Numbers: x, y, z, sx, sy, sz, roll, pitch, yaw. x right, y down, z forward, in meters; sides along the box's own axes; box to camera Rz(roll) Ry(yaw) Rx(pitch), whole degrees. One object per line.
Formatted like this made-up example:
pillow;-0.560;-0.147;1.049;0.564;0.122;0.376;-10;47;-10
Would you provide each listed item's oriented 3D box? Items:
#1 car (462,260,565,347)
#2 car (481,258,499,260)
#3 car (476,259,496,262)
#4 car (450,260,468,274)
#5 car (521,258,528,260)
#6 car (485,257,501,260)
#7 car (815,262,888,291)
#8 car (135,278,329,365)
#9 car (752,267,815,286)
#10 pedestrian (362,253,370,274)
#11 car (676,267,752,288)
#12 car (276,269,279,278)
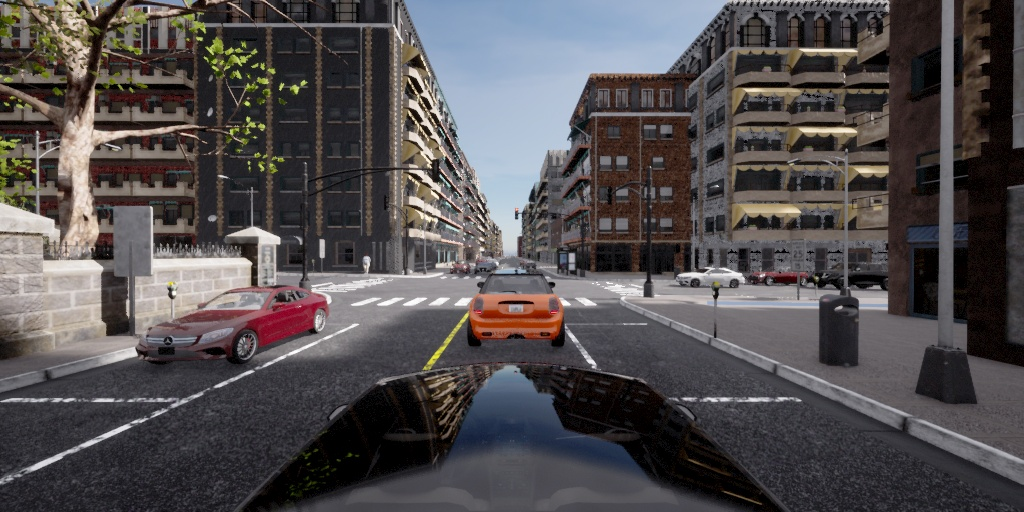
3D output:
car;0.113;1.101;9.522;2.097;1.767;4.553;0;0;1
car;-3.174;1.312;49.992;1.994;1.385;4.181;0;0;0
car;-3.162;1.312;41.018;1.994;1.385;4.181;0;0;0
car;-5.758;1.187;40.420;1.967;1.591;4.097;0;0;0
car;2.602;1.298;51.706;2.007;1.370;4.403;0;0;0
car;-3.179;1.274;59.725;1.812;1.442;4.674;0;0;0
car;25.203;1.435;26.393;5.566;2.045;2.150;1;0;-1
car;-5.700;1.331;8.009;1.802;1.307;4.207;0;0;0
car;21.332;1.570;28.904;4.097;1.591;1.967;0;0;-1
pedestrian;-12.765;0.651;31.400;0.375;1.860;0.375;0;-1;-1
car;14.472;1.549;26.249;4.674;1.442;1.812;1;0;-2
car;-17.482;0.952;22.601;5.008;1.535;1.882;1;0;-1
